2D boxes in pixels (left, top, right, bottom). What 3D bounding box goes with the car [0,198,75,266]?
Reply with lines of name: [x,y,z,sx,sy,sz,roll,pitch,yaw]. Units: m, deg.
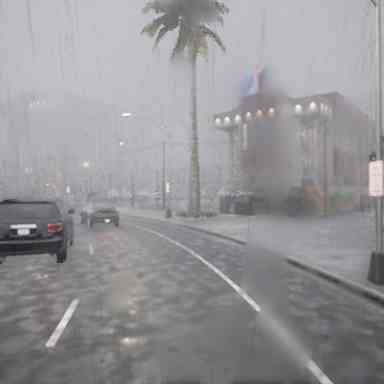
car: [-5.493,1.209,11.874,2.150,2.045,5.566,0,0,-17]

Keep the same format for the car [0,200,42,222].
car: [-14.123,1.475,27.347,2.128,1.511,4.902,0,0,-39]

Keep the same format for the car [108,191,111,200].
car: [-14.975,1.111,57.395,4.553,1.767,2.185,0,0,39]

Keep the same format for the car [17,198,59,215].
car: [-15.724,1.458,33.846,4.902,1.511,2.128,0,0,43]

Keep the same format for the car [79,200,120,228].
car: [-6.174,1.452,21.917,1.837,1.490,4.892,0,0,-28]

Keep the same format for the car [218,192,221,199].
car: [5.242,1.131,55.859,4.674,1.452,2.002,0,0,39]
